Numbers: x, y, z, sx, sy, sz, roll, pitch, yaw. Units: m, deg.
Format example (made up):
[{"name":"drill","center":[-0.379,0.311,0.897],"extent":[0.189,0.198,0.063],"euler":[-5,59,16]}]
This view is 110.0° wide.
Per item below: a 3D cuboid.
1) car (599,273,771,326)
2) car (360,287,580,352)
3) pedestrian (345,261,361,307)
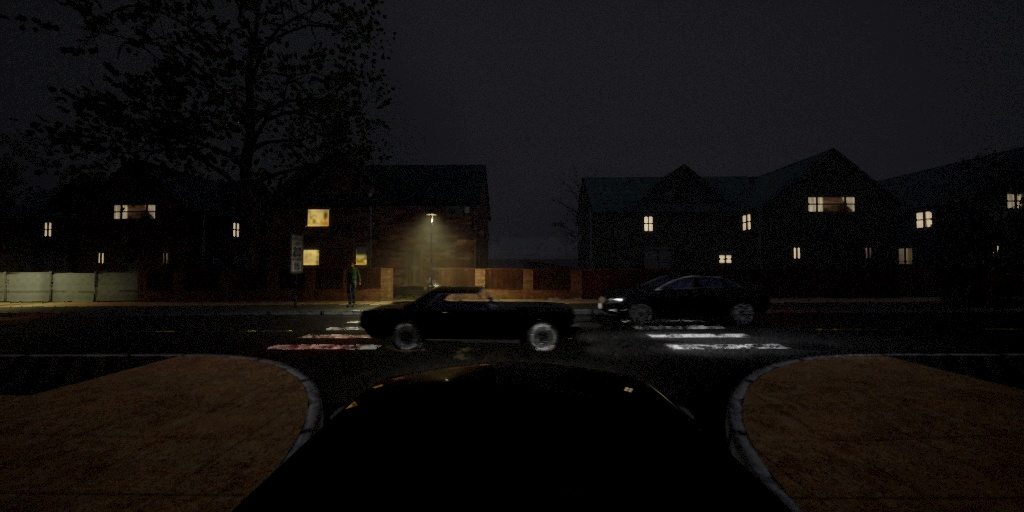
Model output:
[{"name":"car","center":[5.223,1.280,11.186],"extent":[4.902,1.511,2.128],"euler":[-1,-1,2]},{"name":"car","center":[-0.855,1.384,8.413],"extent":[4.718,1.301,1.895],"euler":[0,-1,2]},{"name":"pedestrian","center":[-6.455,1.113,14.464],"extent":[0.375,1.860,0.375],"euler":[0,-1,2]}]
